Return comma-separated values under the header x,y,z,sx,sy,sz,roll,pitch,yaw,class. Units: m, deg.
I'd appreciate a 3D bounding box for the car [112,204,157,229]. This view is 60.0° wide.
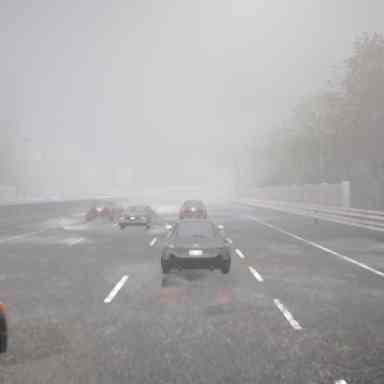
x,y,z,sx,sy,sz,roll,pitch,yaw,class
-3.399,1.560,21.582,2.033,1.411,5.357,0,0,0,car

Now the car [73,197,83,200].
x,y,z,sx,sy,sz,roll,pitch,yaw,class
-21.006,1.616,64.921,1.994,1.385,4.181,0,0,0,car

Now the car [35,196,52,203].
x,y,z,sx,sy,sz,roll,pitch,yaw,class
-28.004,1.540,63.107,1.882,1.535,5.008,0,0,0,car

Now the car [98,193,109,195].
x,y,z,sx,sy,sz,roll,pitch,yaw,class
-17.507,1.284,65.069,2.150,2.045,5.566,0,0,0,car

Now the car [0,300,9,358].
x,y,z,sx,sy,sz,roll,pitch,yaw,class
-3.401,1.353,2.432,2.097,1.767,4.553,0,0,0,car

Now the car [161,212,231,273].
x,y,z,sx,sy,sz,roll,pitch,yaw,class
0.100,1.568,10.766,1.994,1.385,4.181,0,0,0,car

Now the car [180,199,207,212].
x,y,z,sx,sy,sz,roll,pitch,yaw,class
0.097,1.370,26.899,2.097,1.767,4.553,0,0,0,car

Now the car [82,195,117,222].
x,y,z,sx,sy,sz,roll,pitch,yaw,class
-6.903,1.370,26.899,2.097,1.767,4.553,0,0,0,car

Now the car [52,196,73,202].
x,y,z,sx,sy,sz,roll,pitch,yaw,class
-24.505,1.587,64.490,2.128,1.511,4.902,0,0,0,car
